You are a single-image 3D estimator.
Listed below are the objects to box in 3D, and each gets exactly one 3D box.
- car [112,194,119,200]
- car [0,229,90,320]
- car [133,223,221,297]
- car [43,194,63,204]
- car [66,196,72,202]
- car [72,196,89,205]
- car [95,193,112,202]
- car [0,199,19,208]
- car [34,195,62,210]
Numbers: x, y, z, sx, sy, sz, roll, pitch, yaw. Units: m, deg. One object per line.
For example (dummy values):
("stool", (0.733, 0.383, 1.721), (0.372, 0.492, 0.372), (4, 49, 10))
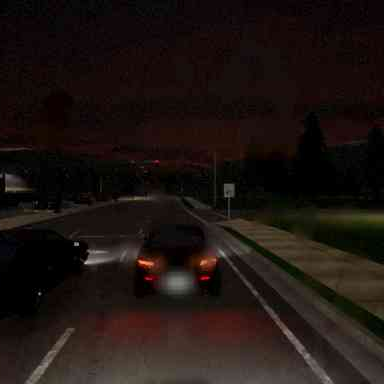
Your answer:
("car", (-21.089, 1.425, 90.195), (2.128, 1.511, 4.902), (0, 0, -3))
("car", (-3.838, 1.547, 7.410), (2.033, 1.411, 5.357), (0, 0, -3))
("car", (-0.388, 1.526, 8.485), (1.812, 1.442, 4.674), (0, 0, -3))
("car", (-26.700, 1.352, 64.108), (2.097, 1.767, 4.553), (0, 0, -3))
("car", (-27.365, 1.539, 76.511), (2.033, 1.411, 5.357), (0, 0, -3))
("car", (-19.518, 1.563, 59.766), (1.994, 1.385, 4.181), (0, 0, -3))
("car", (-20.261, 1.225, 74.747), (2.150, 2.045, 5.566), (0, 0, -3))
("car", (-26.900, 1.600, 46.889), (1.895, 1.301, 4.718), (0, 0, 14))
("car", (-18.464, 1.352, 42.720), (2.097, 1.767, 4.553), (0, 0, -4))
